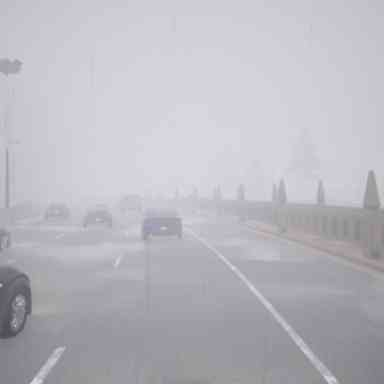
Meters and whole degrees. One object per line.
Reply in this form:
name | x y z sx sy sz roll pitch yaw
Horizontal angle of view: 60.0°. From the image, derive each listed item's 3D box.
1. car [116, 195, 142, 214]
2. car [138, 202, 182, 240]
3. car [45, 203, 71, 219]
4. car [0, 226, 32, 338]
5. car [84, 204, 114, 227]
car | -6.956 1.308 36.611 2.150 2.045 5.566 0 0 -21
car | -1.694 1.500 17.451 1.882 1.535 5.008 0 0 -10
car | -12.076 1.668 30.023 1.994 1.385 4.181 0 0 -18
car | -3.687 1.368 3.754 2.097 1.767 4.553 0 0 -2
car | -6.513 1.582 23.320 1.812 1.442 4.674 0 0 -13
